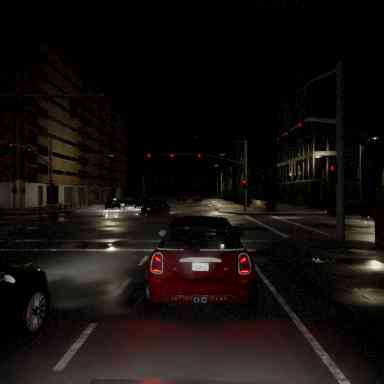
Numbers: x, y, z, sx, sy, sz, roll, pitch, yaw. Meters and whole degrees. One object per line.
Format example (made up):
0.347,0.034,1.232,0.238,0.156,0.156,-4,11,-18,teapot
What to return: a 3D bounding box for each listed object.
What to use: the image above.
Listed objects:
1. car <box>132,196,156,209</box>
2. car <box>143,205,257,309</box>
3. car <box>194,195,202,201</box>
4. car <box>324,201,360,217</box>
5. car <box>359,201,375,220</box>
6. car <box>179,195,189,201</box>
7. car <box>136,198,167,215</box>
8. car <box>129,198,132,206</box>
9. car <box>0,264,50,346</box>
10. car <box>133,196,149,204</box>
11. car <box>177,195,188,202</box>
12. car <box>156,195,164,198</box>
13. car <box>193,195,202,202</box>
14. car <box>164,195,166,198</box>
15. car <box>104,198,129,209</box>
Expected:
-6.639,1.564,46.072,1.994,1.385,4.181,0,0,1,car
0.218,1.352,8.043,2.097,1.767,4.553,0,0,2,car
1.532,1.478,83.918,1.882,1.535,5.008,0,0,2,car
14.500,1.547,29.957,4.902,1.511,2.128,0,0,1,car
16.688,1.603,26.410,5.357,1.411,2.033,0,0,1,car
-1.967,1.525,84.010,2.128,1.511,4.902,0,0,2,car
-3.633,1.584,33.941,1.994,1.385,4.181,0,0,16,car
-9.981,1.601,52.878,1.895,1.301,4.718,0,0,2,car
-3.397,1.492,3.814,2.128,1.511,4.902,0,0,1,car
-9.645,1.491,62.970,2.128,1.511,4.902,0,0,2,car
-2.267,1.541,73.353,2.033,1.411,5.357,0,0,2,car
-6.415,1.491,54.963,2.128,1.511,4.902,0,0,2,car
1.233,1.478,73.764,1.882,1.535,5.008,0,0,2,car
-6.080,1.352,64.767,2.097,1.767,4.553,0,0,2,car
-10.169,1.564,44.076,1.994,1.385,4.181,0,0,1,car
